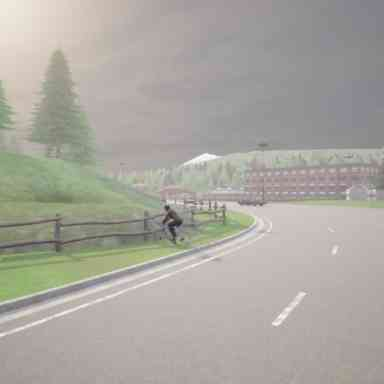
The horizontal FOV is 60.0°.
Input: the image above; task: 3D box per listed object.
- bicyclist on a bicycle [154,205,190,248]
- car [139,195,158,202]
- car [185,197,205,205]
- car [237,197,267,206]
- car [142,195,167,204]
[{"bbox_3d":[-0.801,1.330,12.679,1.656,1.620,0.582,-1,-1,30],"label":"bicyclist on a bicycle"},{"bbox_3d":[-10.298,1.477,78.555,1.882,1.535,5.008,0,0,-40],"label":"car"},{"bbox_3d":[0.391,1.563,60.120,1.994,1.385,4.181,0,0,-38],"label":"car"},{"bbox_3d":[9.609,1.546,53.386,2.033,1.411,5.357,0,0,-33],"label":"car"},{"bbox_3d":[-6.953,1.600,63.754,1.895,1.301,4.718,0,0,-40],"label":"car"}]
